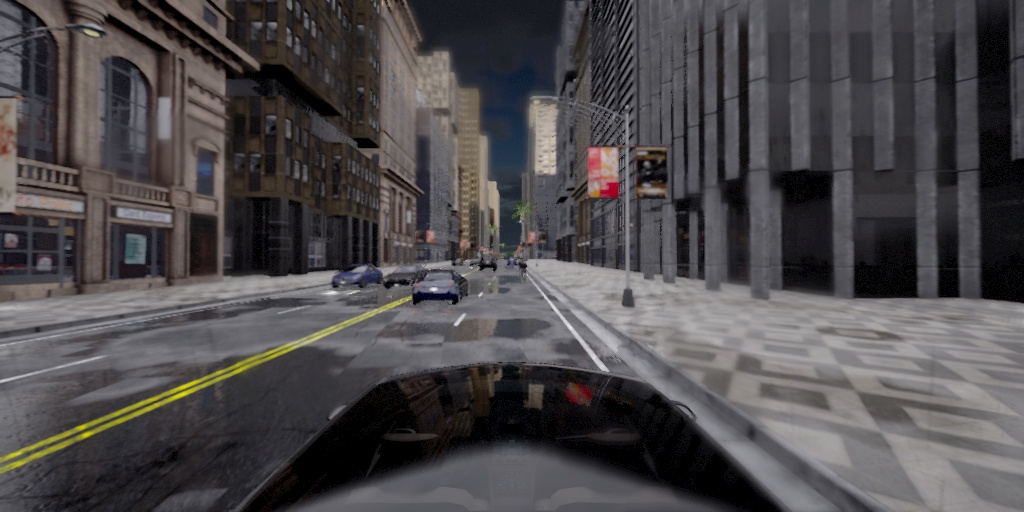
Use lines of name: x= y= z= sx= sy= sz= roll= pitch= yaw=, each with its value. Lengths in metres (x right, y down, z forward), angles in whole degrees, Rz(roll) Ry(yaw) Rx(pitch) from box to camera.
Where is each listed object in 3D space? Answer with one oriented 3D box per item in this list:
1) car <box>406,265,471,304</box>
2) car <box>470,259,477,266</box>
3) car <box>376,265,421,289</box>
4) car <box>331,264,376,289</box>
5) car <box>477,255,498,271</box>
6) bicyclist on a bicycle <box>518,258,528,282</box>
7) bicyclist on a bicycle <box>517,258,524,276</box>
car: x=-3.149 y=1.311 z=16.444 sx=1.994 sy=1.385 sz=4.181 roll=0 pitch=0 yaw=0
car: x=-6.509 y=1.221 z=64.855 sx=2.033 sy=1.411 sz=5.357 roll=0 pitch=0 yaw=0
car: x=-6.597 y=1.292 z=23.120 sx=2.033 sy=1.411 sz=5.357 roll=0 pitch=0 yaw=0
car: x=-9.845 y=1.270 z=23.206 sx=1.812 sy=1.442 sz=4.674 roll=0 pitch=0 yaw=0
car: x=-3.147 y=0.943 z=48.985 sx=2.150 sy=2.045 sz=5.566 roll=0 pitch=0 yaw=0
bicyclist on a bicycle: x=0.896 y=1.114 z=27.352 sx=0.659 sy=1.776 sz=1.843 roll=0 pitch=0 yaw=0
bicyclist on a bicycle: x=0.897 y=1.109 z=36.352 sx=0.659 sy=1.776 sz=1.843 roll=0 pitch=0 yaw=0
